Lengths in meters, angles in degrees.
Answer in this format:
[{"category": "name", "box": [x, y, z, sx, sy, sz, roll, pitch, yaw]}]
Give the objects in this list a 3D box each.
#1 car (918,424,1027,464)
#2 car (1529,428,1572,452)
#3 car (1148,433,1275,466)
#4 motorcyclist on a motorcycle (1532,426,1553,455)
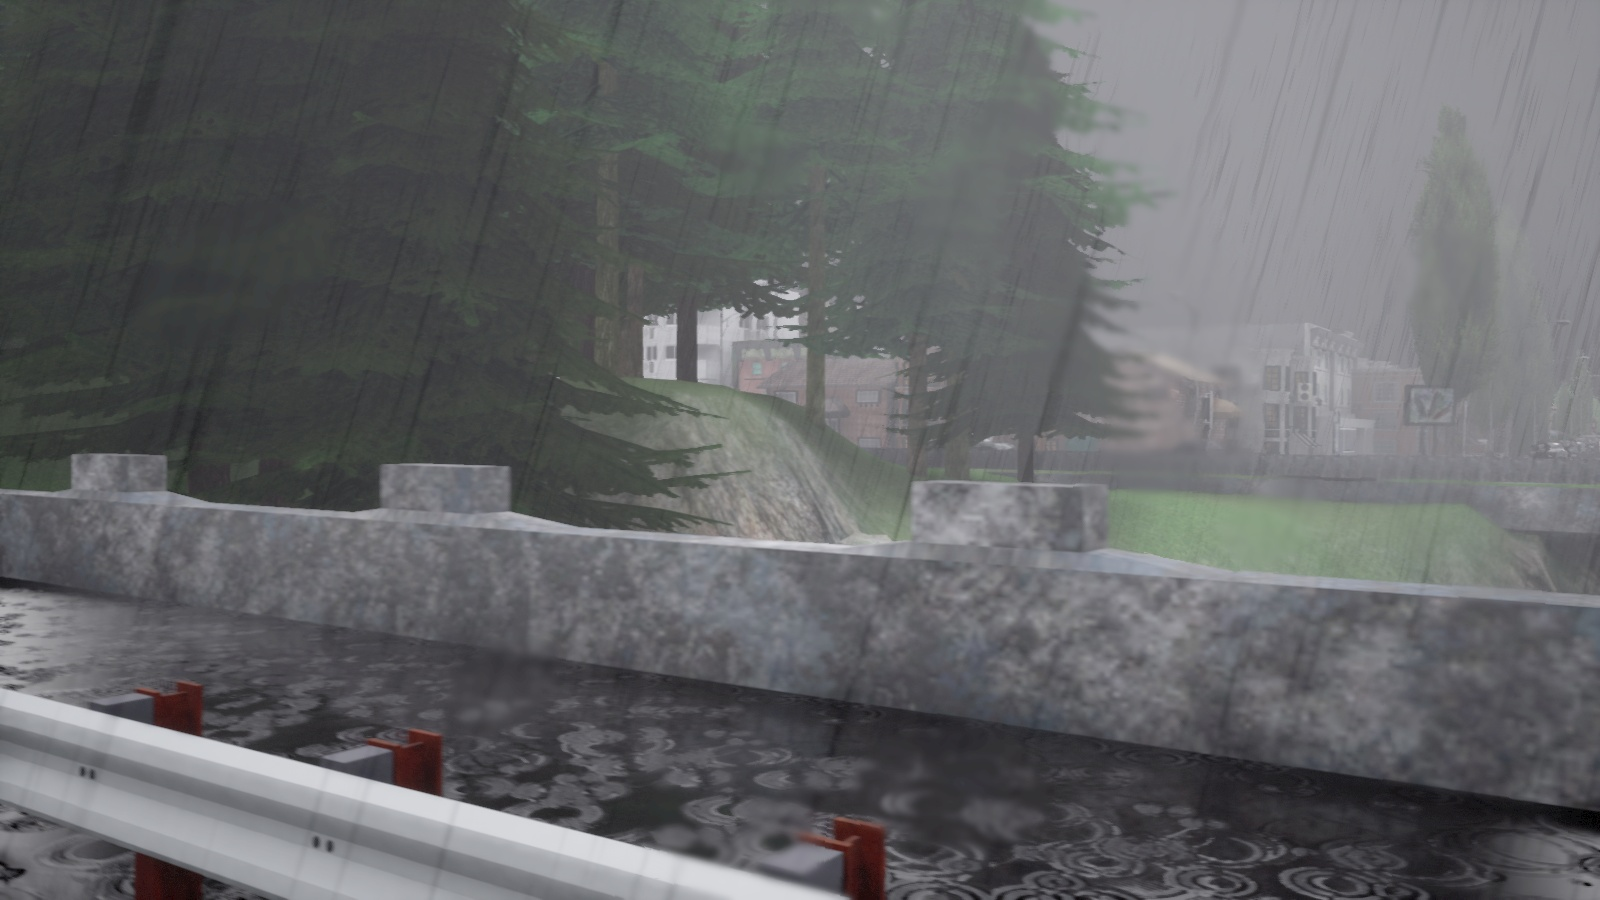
[{"category": "car", "box": [7.987, -0.280, 58.401, 4.553, 1.767, 2.097, 0, 1, 34]}, {"category": "car", "box": [44.084, -0.610, 73.714, 1.994, 1.385, 4.181, 0, 1, 34]}, {"category": "car", "box": [17.117, -0.037, 52.326, 4.718, 1.301, 1.895, 0, 1, 34]}, {"category": "motorcyclist on a motorcycle", "box": [39.525, -0.504, 66.860, 0.866, 1.530, 2.191, 0, 1, 34]}]
